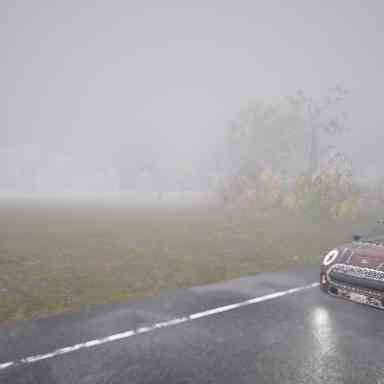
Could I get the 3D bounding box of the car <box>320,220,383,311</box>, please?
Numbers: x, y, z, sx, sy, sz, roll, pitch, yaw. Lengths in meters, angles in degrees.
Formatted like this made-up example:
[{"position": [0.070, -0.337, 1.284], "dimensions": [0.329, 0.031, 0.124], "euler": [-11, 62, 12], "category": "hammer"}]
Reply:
[{"position": [4.936, 1.393, 7.517], "dimensions": [4.553, 1.767, 2.097], "euler": [0, 0, -36], "category": "car"}]
